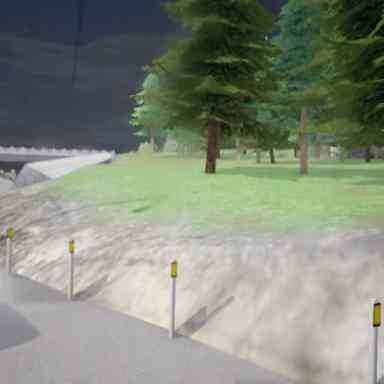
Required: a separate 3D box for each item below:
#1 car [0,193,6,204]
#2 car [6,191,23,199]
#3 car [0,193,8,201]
[{"bbox_3d":[-20.119,1.067,36.063,2.097,1.767,4.553,0,0,-13],"label":"car"},{"bbox_3d":[-39.198,0.657,73.472,2.097,1.767,4.553,0,0,-12],"label":"car"},{"bbox_3d":[-36.973,0.963,63.326,1.882,1.535,5.008,0,0,-12],"label":"car"}]
